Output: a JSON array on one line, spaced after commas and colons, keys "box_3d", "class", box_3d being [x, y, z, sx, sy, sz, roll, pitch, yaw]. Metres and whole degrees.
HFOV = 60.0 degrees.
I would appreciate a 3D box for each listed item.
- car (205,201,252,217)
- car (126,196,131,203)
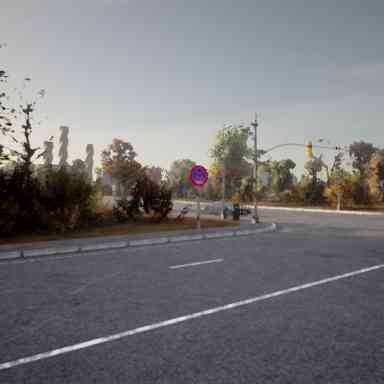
[{"box_3d": [3.309, 1.537, 31.717, 2.033, 1.411, 5.357, 0, 0, -32], "class": "car"}, {"box_3d": [-10.325, 1.388, 53.646, 2.033, 1.411, 5.357, 0, 1, -30], "class": "car"}]
